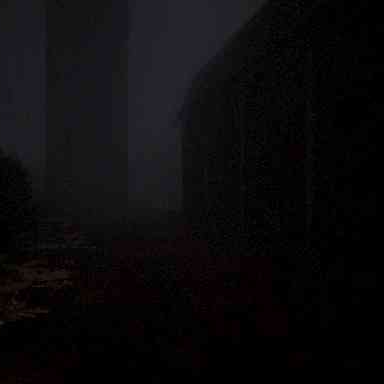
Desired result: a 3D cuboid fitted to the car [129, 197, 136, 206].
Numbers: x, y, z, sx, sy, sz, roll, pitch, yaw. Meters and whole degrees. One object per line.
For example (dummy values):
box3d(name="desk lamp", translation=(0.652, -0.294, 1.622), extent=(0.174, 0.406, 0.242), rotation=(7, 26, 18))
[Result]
box3d(name="car", translation=(-9.163, 1.410, 48.877), extent=(1.994, 1.381, 4.181), rotation=(0, 0, -19))
